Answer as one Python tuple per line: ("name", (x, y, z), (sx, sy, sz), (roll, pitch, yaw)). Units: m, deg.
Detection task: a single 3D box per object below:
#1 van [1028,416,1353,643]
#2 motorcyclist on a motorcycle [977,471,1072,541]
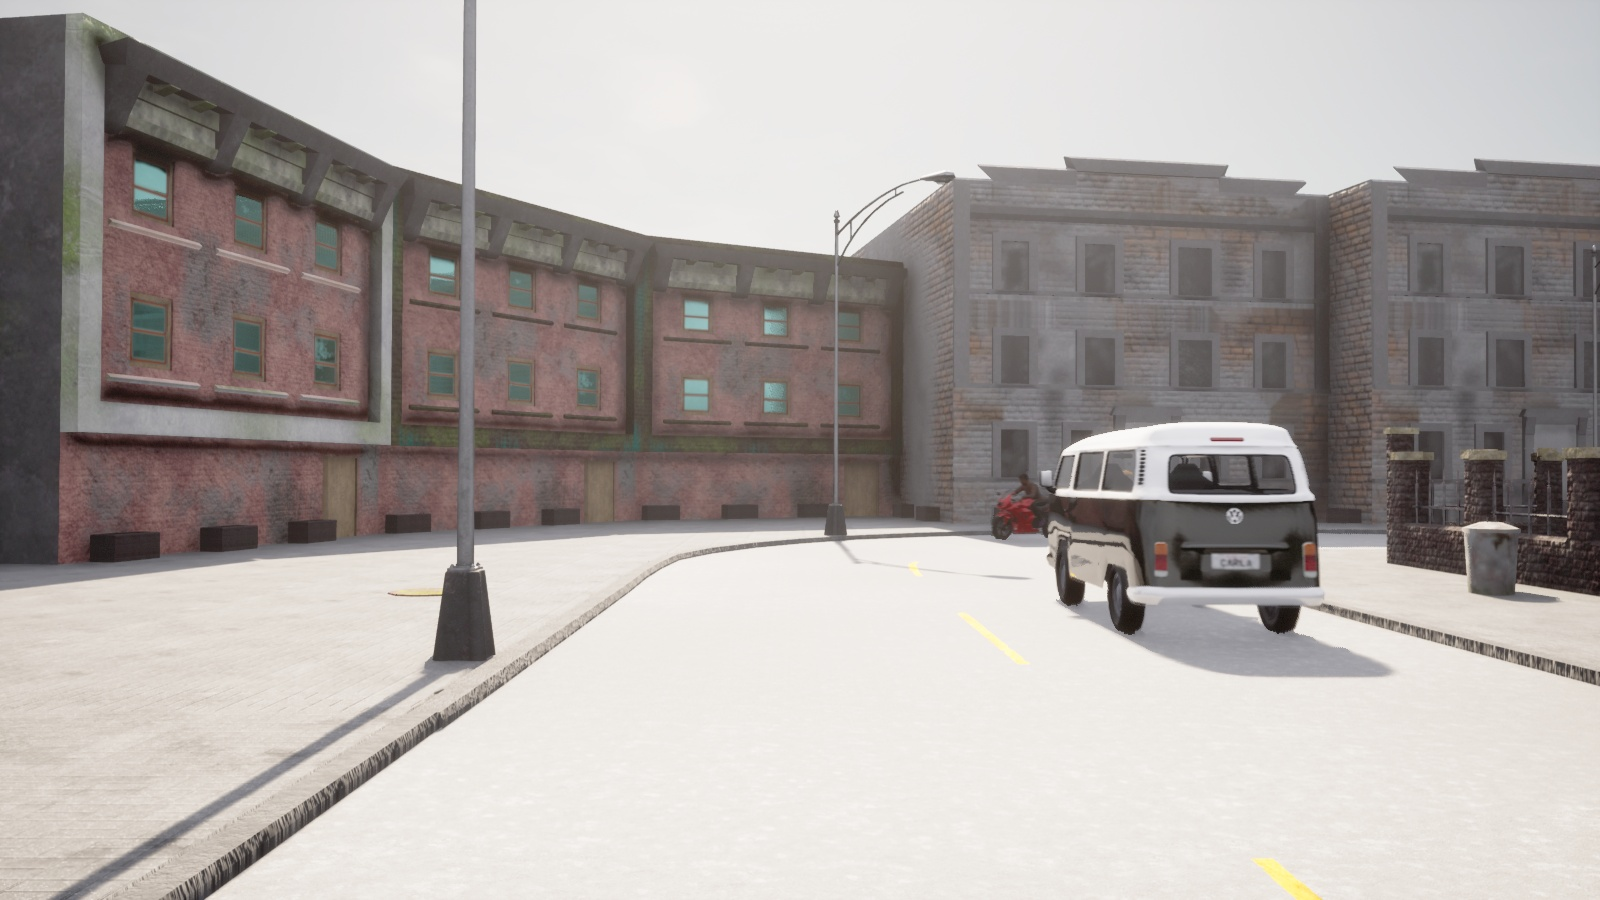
("van", (3.918, 0.749, 13.544), (2.069, 2.038, 4.480), (0, -1, 0))
("motorcyclist on a motorcycle", (5.127, 1.258, 28.633), (2.044, 1.523, 0.797), (0, 1, -27))
